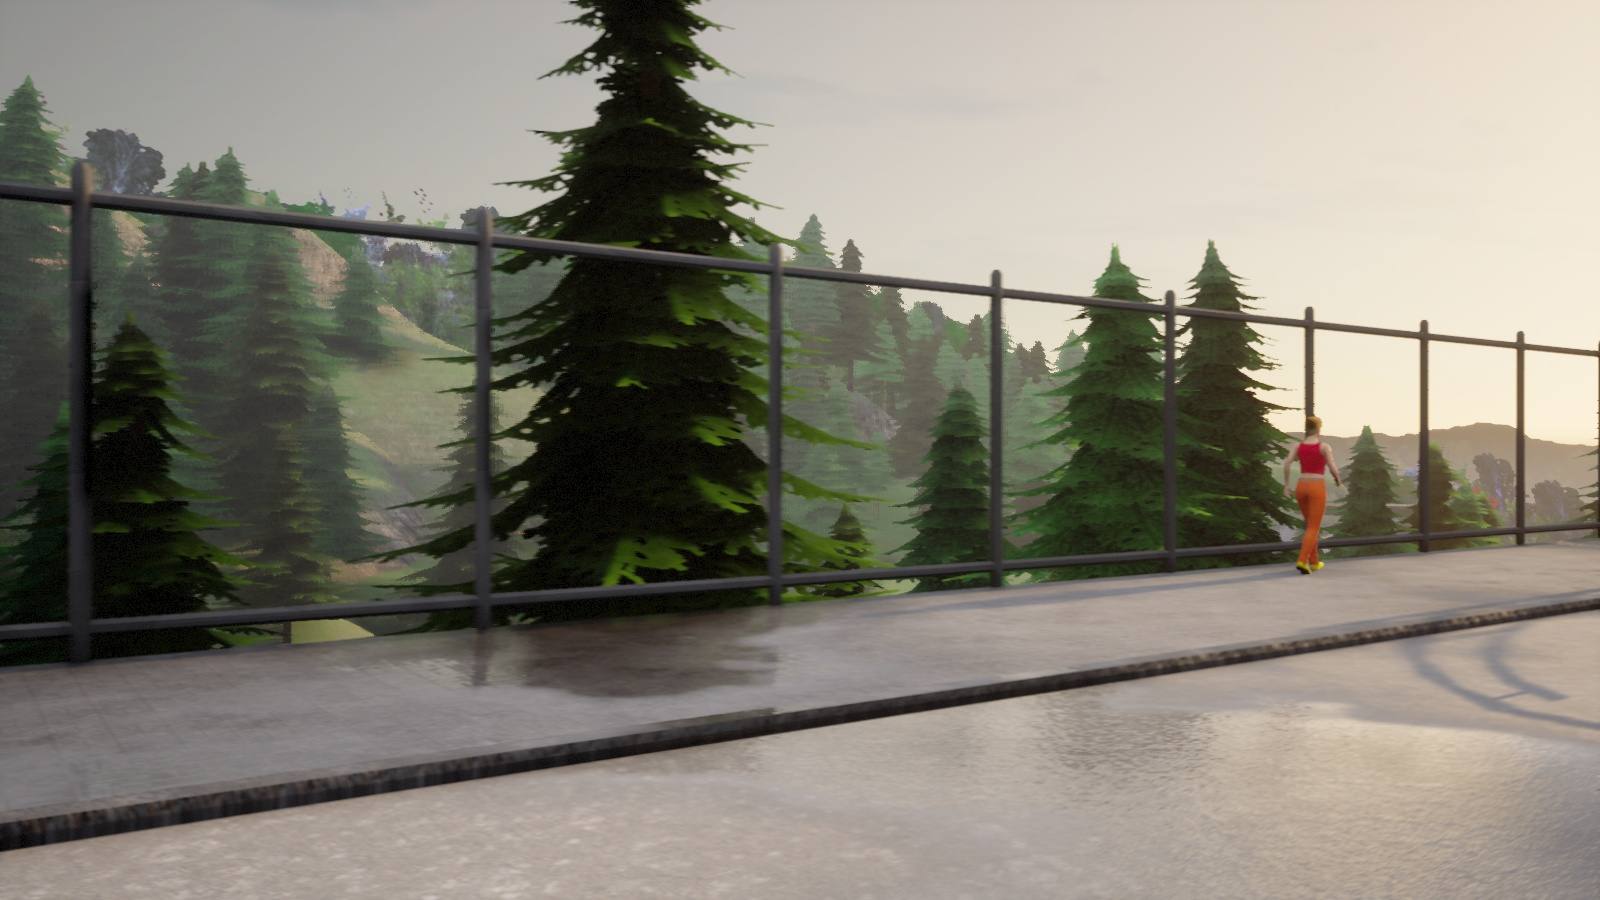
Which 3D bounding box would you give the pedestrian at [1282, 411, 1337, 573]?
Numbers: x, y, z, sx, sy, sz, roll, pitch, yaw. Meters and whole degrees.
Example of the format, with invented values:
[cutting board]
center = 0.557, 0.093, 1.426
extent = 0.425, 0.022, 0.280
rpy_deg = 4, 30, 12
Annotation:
[pedestrian]
center = 5.924, 0.478, 14.593
extent = 0.594, 1.836, 0.345
rpy_deg = 0, 0, -38
